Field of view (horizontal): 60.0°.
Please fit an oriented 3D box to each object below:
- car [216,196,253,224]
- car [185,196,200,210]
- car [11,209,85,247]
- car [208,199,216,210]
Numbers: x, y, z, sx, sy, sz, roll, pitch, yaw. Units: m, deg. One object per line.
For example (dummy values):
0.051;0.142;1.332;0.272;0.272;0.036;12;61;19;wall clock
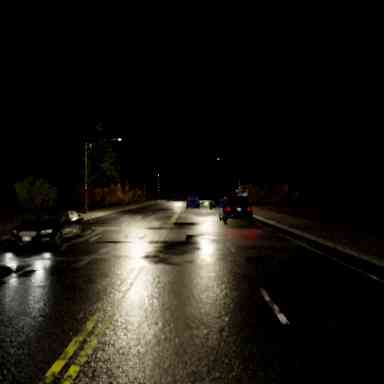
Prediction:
3.330;1.333;26.065;2.150;2.045;5.566;0;0;0;car
0.104;1.678;47.474;1.882;1.535;5.008;0;0;0;car
-6.501;1.582;15.536;2.128;1.511;4.902;0;0;0;car
3.277;1.698;45.228;1.837;1.490;4.892;0;0;1;car
